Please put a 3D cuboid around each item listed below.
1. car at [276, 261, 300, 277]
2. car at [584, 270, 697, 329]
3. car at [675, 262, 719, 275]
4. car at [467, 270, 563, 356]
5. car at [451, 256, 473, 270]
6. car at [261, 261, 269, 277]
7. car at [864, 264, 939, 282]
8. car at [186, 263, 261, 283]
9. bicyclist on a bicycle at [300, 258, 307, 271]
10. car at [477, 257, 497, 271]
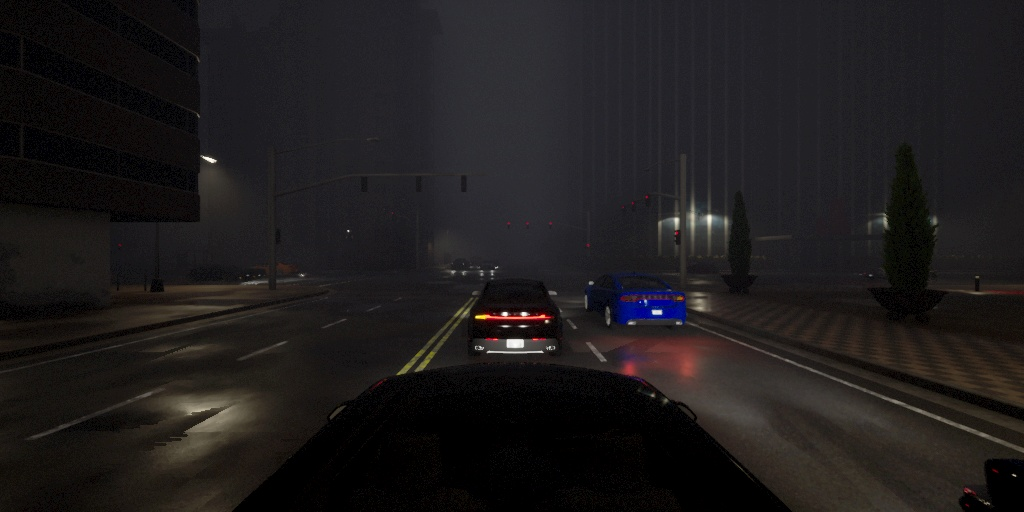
[{"bbox_3d":[-23.275,1.227,34.616,5.008,1.535,1.882,0,0,1],"label":"car"},{"bbox_3d":[3.574,1.228,11.265,1.882,1.535,5.008,0,0,0],"label":"car"},{"bbox_3d":[19.885,1.314,38.639,4.181,1.385,1.994,0,0,-1],"label":"car"},{"bbox_3d":[0.061,1.255,8.576,1.837,1.490,4.892,0,0,0],"label":"car"},{"bbox_3d":[-7.261,1.102,50.655,2.097,1.767,4.553,0,0,3],"label":"car"},{"bbox_3d":[-24.038,1.350,30.993,4.718,1.301,1.895,0,0,-1],"label":"car"},{"bbox_3d":[30.345,1.275,28.063,4.674,1.442,1.812,0,0,-1],"label":"car"},{"bbox_3d":[-22.275,1.314,27.510,4.181,1.385,1.994,0,0,-1],"label":"car"},{"bbox_3d":[-26.424,1.051,45.450,0.582,1.620,1.656,0,0,-1],"label":"bicyclist on a bicycle"},{"bbox_3d":[-3.499,1.275,50.811,1.812,1.442,4.674,0,0,-2],"label":"car"}]
